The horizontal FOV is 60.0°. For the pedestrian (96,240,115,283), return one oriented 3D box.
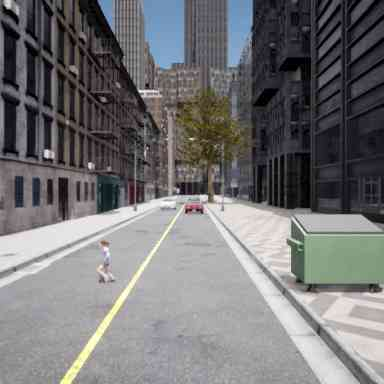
[{"bbox_3d":[-2.118,1.670,8.183,0.500,1.100,0.500,0,0,-15],"label":"pedestrian"}]

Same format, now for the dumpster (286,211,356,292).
[{"bbox_3d":[3.171,1.392,8.425,1.020,1.700,1.940,0,0,0],"label":"dumpster"}]

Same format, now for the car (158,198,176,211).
[{"bbox_3d":[-2.926,1.481,40.966,1.812,1.442,4.674,0,0,0],"label":"car"}]

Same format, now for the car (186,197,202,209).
[{"bbox_3d":[0.270,1.437,46.634,2.128,1.511,4.902,0,0,1],"label":"car"}]

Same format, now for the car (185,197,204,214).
[{"bbox_3d":[0.239,1.565,35.508,1.895,1.301,4.718,0,0,0],"label":"car"}]
